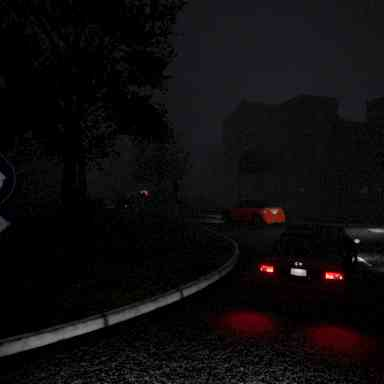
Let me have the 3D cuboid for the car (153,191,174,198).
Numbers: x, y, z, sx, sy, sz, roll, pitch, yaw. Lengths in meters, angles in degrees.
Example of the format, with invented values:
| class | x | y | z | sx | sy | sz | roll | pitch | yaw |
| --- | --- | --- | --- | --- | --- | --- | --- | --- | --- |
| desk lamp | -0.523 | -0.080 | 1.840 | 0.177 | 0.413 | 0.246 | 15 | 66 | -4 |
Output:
| class | x | y | z | sx | sy | sz | roll | pitch | yaw |
| --- | --- | --- | --- | --- | --- | --- | --- | --- | --- |
| car | -6.335 | 0.485 | 74.780 | 4.674 | 1.452 | 2.002 | 0 | 2 | -4 |

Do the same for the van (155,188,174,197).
| class | x | y | z | sx | sy | sz | roll | pitch | yaw |
| --- | --- | --- | --- | --- | --- | --- | --- | --- | --- |
| van | -6.431 | 0.142 | 77.485 | 4.442 | 1.987 | 1.878 | 0 | 2 | -4 |

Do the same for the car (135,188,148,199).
| class | x | y | z | sx | sy | sz | roll | pitch | yaw |
| --- | --- | --- | --- | --- | --- | --- | --- | --- | --- |
| car | -10.744 | 0.586 | 70.507 | 2.128 | 1.511 | 4.902 | 0 | 2 | -5 |

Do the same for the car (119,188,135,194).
| class | x | y | z | sx | sy | sz | roll | pitch | yaw |
| --- | --- | --- | --- | --- | --- | --- | --- | --- | --- |
| car | -13.708 | 0.552 | 69.974 | 1.882 | 1.535 | 5.008 | 0 | 2 | -5 |

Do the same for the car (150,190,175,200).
| class | x | y | z | sx | sy | sz | roll | pitch | yaw |
| --- | --- | --- | --- | --- | --- | --- | --- | --- | --- |
| car | -4.958 | 0.796 | 61.253 | 4.892 | 1.521 | 2.231 | 0 | 1 | -6 |

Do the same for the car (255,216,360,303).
| class | x | y | z | sx | sy | sz | roll | pitch | yaw |
| --- | --- | --- | --- | --- | --- | --- | --- | --- | --- |
| car | 3.110 | 1.532 | 8.416 | 2.033 | 1.411 | 5.357 | 0 | 0 | 27 |

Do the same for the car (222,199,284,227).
| class | x | y | z | sx | sy | sz | roll | pitch | yaw |
| --- | --- | --- | --- | --- | --- | --- | --- | --- | --- |
| car | 4.038 | 1.305 | 22.660 | 2.097 | 1.767 | 4.553 | 0 | 0 | -33 |

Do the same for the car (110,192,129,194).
| class | x | y | z | sx | sy | sz | roll | pitch | yaw |
| --- | --- | --- | --- | --- | --- | --- | --- | --- | --- |
| car | -10.903 | 1.114 | 50.207 | 1.994 | 1.385 | 4.181 | 0 | 1 | -11 |

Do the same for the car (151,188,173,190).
| class | x | y | z | sx | sy | sz | roll | pitch | yaw |
| --- | --- | --- | --- | --- | --- | --- | --- | --- | --- |
| car | -5.210 | 0.602 | 63.993 | 4.553 | 1.767 | 2.185 | 0 | 1 | -6 |

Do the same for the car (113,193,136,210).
| class | x | y | z | sx | sy | sz | roll | pitch | yaw |
| --- | --- | --- | --- | --- | --- | --- | --- | --- | --- |
| car | -8.329 | 1.277 | 40.422 | 1.837 | 1.490 | 4.892 | 0 | 1 | -18 |

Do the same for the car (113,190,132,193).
| class | x | y | z | sx | sy | sz | roll | pitch | yaw |
| --- | --- | --- | --- | --- | --- | --- | --- | --- | --- |
| car | -12.568 | 0.869 | 60.111 | 2.033 | 1.411 | 5.357 | 0 | 1 | -6 |

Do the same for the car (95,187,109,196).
| class | x | y | z | sx | sy | sz | roll | pitch | yaw |
| --- | --- | --- | --- | --- | --- | --- | --- | --- | --- |
| car | -23.671 | 0.084 | 86.148 | 2.097 | 1.535 | 5.008 | 0 | 2 | -2 |

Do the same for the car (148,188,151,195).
| class | x | y | z | sx | sy | sz | roll | pitch | yaw |
| --- | --- | --- | --- | --- | --- | --- | --- | --- | --- |
| car | -5.795 | 0.338 | 69.459 | 5.566 | 2.045 | 2.435 | 0 | 2 | -6 |

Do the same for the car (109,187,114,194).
| class | x | y | z | sx | sy | sz | roll | pitch | yaw |
| --- | --- | --- | --- | --- | --- | --- | --- | --- | --- |
| car | -23.815 | -0.053 | 91.638 | 2.163 | 1.488 | 4.792 | 0 | 2 | 0 |

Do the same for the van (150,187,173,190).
| class | x | y | z | sx | sy | sz | roll | pitch | yaw |
| --- | --- | --- | --- | --- | --- | --- | --- | --- | --- |
| van | -5.646 | 0.433 | 66.716 | 4.442 | 1.987 | 1.878 | 0 | 1 | -6 |
